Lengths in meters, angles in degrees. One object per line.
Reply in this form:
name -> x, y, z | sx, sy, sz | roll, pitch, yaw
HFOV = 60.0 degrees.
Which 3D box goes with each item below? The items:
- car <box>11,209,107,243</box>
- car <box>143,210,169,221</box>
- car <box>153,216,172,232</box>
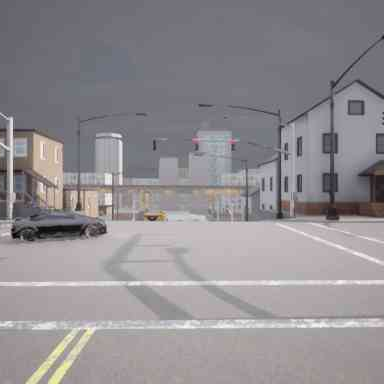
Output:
car -> -6.210, 1.505, 15.764 | 4.181, 1.385, 1.994 | 0, 1, -25
car -> -3.670, 2.535, 33.444 | 1.882, 1.535, 5.008 | 0, -9, 1
car -> -3.776, 4.235, 43.667 | 2.128, 1.511, 4.902 | 0, -13, -1
